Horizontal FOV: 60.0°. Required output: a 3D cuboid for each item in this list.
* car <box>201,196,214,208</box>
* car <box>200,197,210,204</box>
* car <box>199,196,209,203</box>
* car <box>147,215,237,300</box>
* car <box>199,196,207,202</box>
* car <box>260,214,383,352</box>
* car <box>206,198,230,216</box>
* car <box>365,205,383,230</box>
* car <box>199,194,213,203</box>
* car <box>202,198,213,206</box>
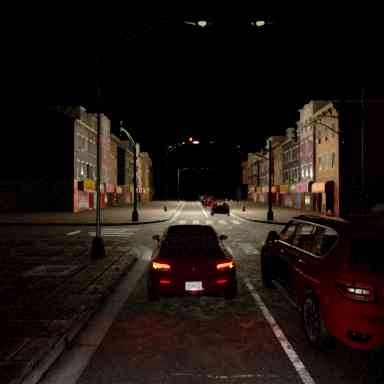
[{"bbox_3d":[2.702,1.622,48.880,1.887,1.381,4.507,1,0,0],"label":"car"},{"bbox_3d":[2.726,1.730,70.629,1.802,1.307,4.206,0,0,0],"label":"car"},{"bbox_3d":[2.732,1.720,76.067,2.008,1.369,4.403,0,0,0],"label":"car"},{"bbox_3d":[-0.041,1.530,8.291,1.812,1.442,4.674,0,0,-2],"label":"car"},{"bbox_3d":[2.744,1.781,86.942,1.947,1.339,4.313,0,0,0],"label":"car"},{"bbox_3d":[2.657,1.318,6.138,2.192,1.841,5.009,1,0,0],"label":"car"},{"bbox_3d":[2.684,1.583,32.568,1.887,1.381,4.507,1,0,0],"label":"car"},{"bbox_3d":[13.566,1.584,20.717,4.674,1.442,1.812,0,-1,0],"label":"car"},{"bbox_3d":[2.710,1.408,54.318,2.192,1.841,5.009,1,0,0],"label":"car"},{"bbox_3d":[2.714,1.692,59.755,1.802,1.307,4.206,0,0,0],"label":"car"}]
